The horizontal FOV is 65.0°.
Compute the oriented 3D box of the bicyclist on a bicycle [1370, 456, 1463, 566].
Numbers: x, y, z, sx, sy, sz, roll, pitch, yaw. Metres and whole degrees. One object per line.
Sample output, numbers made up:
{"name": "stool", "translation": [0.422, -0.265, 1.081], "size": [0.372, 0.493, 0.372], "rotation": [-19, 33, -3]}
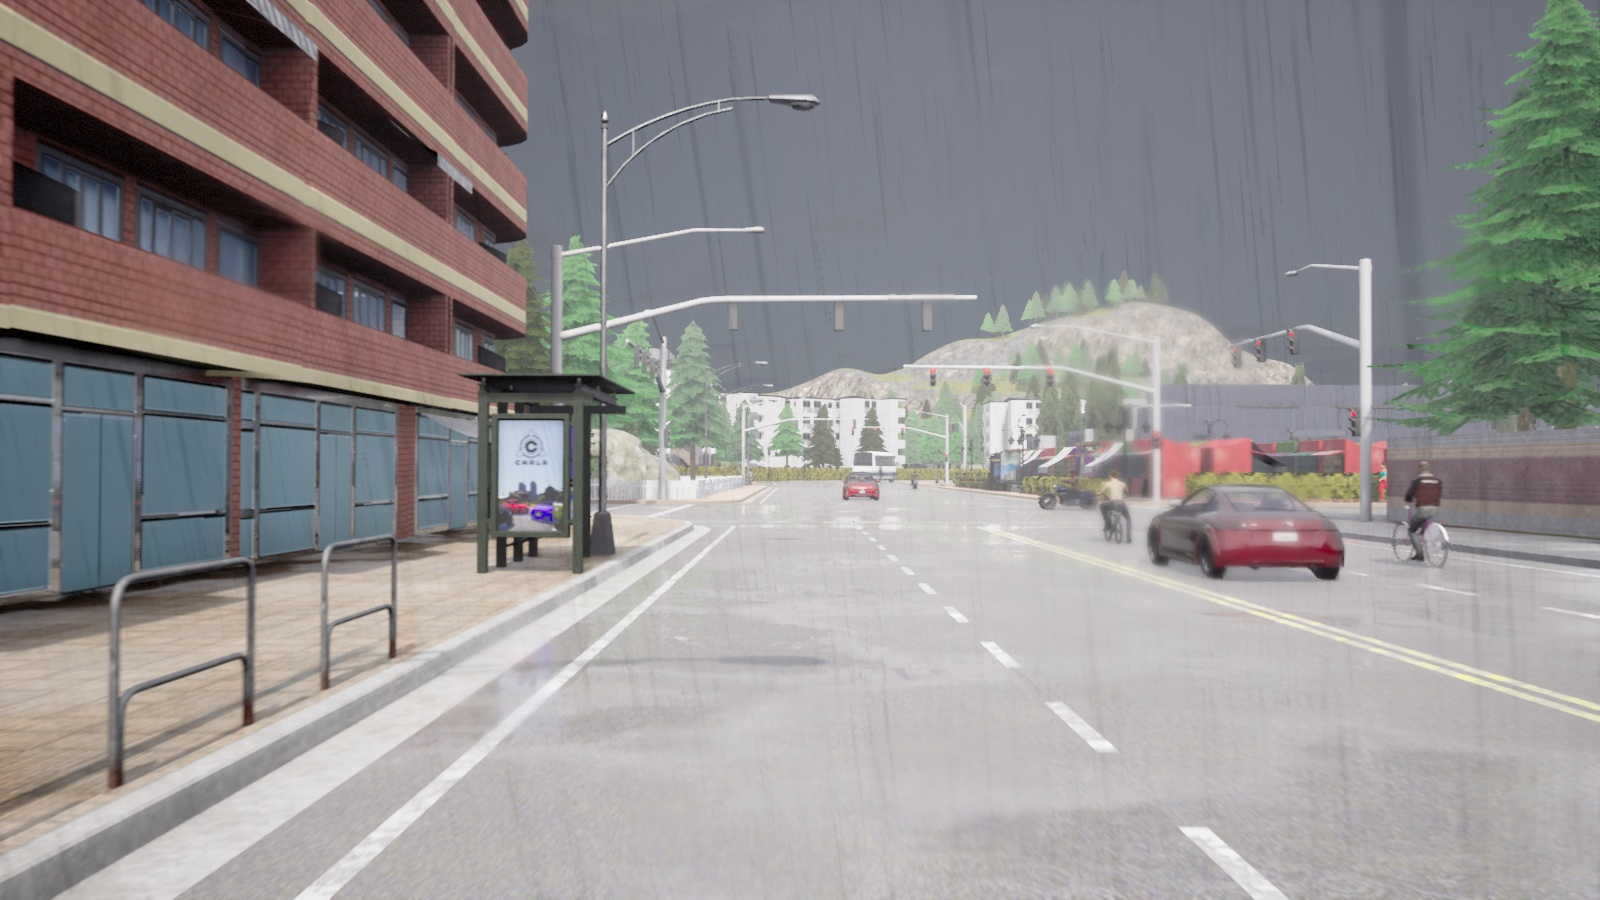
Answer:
{"name": "bicyclist on a bicycle", "translation": [10.445, 1.001, 21.348], "size": [0.659, 1.776, 1.843], "rotation": [0, -1, 0]}

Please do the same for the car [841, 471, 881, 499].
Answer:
{"name": "car", "translation": [3.325, 1.907, 69.248], "size": [2.007, 1.525, 4.514], "rotation": [0, -1, 0]}

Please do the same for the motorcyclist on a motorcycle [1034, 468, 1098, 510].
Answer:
{"name": "motorcyclist on a motorcycle", "translation": [10.681, 1.553, 50.468], "size": [2.350, 1.649, 0.766], "rotation": [0, -1, -1]}

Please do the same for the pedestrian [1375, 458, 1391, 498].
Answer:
{"name": "pedestrian", "translation": [26.731, 1.270, 57.578], "size": [0.594, 1.836, 0.345], "rotation": [0, -1, -1]}

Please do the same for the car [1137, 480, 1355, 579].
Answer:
{"name": "car", "translation": [6.948, 1.187, 20.074], "size": [1.994, 1.385, 4.181], "rotation": [0, -1, 0]}

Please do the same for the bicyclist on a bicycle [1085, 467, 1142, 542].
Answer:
{"name": "bicyclist on a bicycle", "translation": [6.925, 1.189, 27.797], "size": [0.866, 1.612, 1.509], "rotation": [0, -1, 0]}
